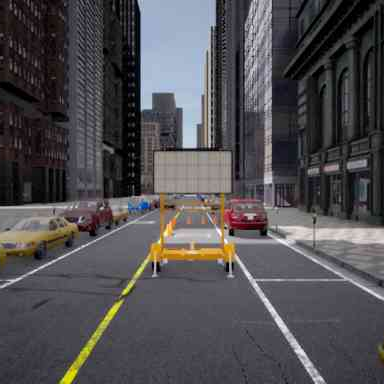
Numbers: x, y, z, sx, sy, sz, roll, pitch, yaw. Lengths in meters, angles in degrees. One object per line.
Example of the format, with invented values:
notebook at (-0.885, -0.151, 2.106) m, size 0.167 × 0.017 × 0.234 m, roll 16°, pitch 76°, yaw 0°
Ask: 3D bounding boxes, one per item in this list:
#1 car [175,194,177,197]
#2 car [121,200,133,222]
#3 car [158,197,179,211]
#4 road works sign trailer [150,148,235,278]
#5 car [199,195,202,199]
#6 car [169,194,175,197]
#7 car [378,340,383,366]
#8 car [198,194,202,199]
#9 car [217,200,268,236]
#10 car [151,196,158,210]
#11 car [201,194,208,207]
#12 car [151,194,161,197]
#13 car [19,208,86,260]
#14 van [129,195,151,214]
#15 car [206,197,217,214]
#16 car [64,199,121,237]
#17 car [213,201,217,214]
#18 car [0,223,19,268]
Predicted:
car at (-5.570, 1.597, 85.949) m, size 2.008 × 1.369 × 4.403 m, roll 0°, pitch 0°, yaw 0°
car at (-5.711, 1.527, 23.731) m, size 1.752 × 1.417 × 4.829 m, roll 0°, pitch 0°, yaw 0°
car at (-3.005, 1.611, 41.653) m, size 1.895 × 1.301 × 4.718 m, roll 0°, pitch 0°, yaw 0°
road works sign trailer at (0.023, 0.464, 10.163) m, size 2.380 × 3.560 × 2.880 m, roll 0°, pitch 0°, yaw 0°
car at (2.904, 1.594, 63.372) m, size 1.947 × 1.339 × 4.313 m, roll 0°, pitch 0°, yaw 0°
car at (-5.595, 1.603, 74.668) m, size 1.947 × 1.339 × 4.313 m, roll 0°, pitch 0°, yaw 0°
car at (2.763, 1.525, 1.497) m, size 1.752 × 1.417 × 4.829 m, roll 0°, pitch 0°, yaw 0°
car at (2.942, 1.587, 80.294) m, size 1.887 × 1.381 × 4.507 m, roll 0°, pitch 0°, yaw 0°
car at (2.801, 1.315, 18.248) m, size 2.192 × 1.841 × 5.009 m, roll 0°, pitch 0°, yaw 0°
car at (-5.673, 1.560, 40.823) m, size 2.008 × 1.369 × 4.403 m, roll 0°, pitch 0°, yaw 0°
car at (2.878, 1.458, 52.091) m, size 1.967 × 1.590 × 4.097 m, roll 0°, pitch 0°, yaw 0°
car at (-5.661, 1.329, 46.464) m, size 2.192 × 1.841 × 5.009 m, roll 0°, pitch 0°, yaw 0°
car at (-5.737, 1.525, 12.450) m, size 1.752 × 1.417 × 4.829 m, roll 0°, pitch 0°, yaw 0°
van at (-5.686, 1.347, 35.183) m, size 1.690 × 1.788 × 3.998 m, roll 0°, pitch 0°, yaw 0°
car at (2.840, 1.557, 35.170) m, size 2.008 × 1.369 × 4.403 m, roll 0°, pitch 0°, yaw 0°
car at (-5.724, 1.315, 18.261) m, size 2.192 × 1.841 × 5.009 m, roll 0°, pitch 0°, yaw 0°
car at (2.814, 1.552, 23.889) m, size 2.008 × 1.369 × 4.403 m, roll 0°, pitch 0°, yaw 0°
car at (-5.750, 1.525, 6.809) m, size 1.752 × 1.417 × 4.829 m, roll 0°, pitch 0°, yaw 0°
